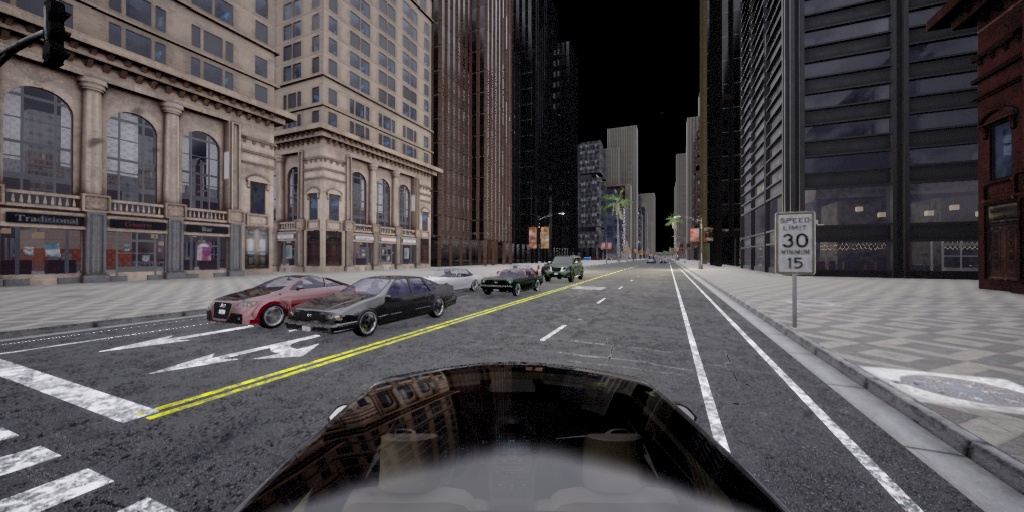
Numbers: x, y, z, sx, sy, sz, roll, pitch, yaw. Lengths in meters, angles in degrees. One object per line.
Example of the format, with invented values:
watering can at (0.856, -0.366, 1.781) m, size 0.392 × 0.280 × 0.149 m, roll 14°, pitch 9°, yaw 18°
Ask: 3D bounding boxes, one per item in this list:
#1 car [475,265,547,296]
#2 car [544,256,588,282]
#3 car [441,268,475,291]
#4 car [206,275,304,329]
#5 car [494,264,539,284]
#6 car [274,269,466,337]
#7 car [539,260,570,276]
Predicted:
car at (0.105, 1.358, 19.562) m, size 1.895 × 1.301 × 4.718 m, roll 0°, pitch 0°, yaw 24°
car at (4.376, 0.987, 29.369) m, size 2.150 × 2.045 × 5.566 m, roll 0°, pitch 0°, yaw 23°
car at (-3.481, 1.357, 19.468) m, size 1.895 × 1.301 × 4.718 m, roll 0°, pitch 0°, yaw 24°
car at (-6.972, 1.316, 11.432) m, size 1.994 × 1.385 × 4.181 m, roll 0°, pitch 0°, yaw 24°
car at (0.495, 1.364, 28.602) m, size 1.895 × 1.301 × 4.718 m, roll 0°, pitch 0°, yaw 24°
car at (-3.721, 1.299, 10.770) m, size 2.033 × 1.411 × 5.357 m, roll 0°, pitch 0°, yaw 24°
car at (4.601, 1.251, 37.946) m, size 1.882 × 1.535 × 5.008 m, roll 0°, pitch 0°, yaw 24°
